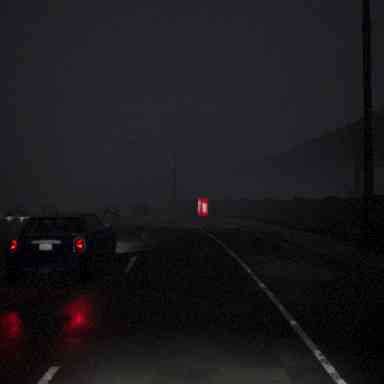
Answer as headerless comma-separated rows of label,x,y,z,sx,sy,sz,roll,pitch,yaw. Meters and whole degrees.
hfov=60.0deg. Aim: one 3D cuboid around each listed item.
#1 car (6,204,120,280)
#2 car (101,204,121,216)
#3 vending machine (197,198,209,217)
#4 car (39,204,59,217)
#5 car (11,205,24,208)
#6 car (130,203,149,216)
car,-3.683,1.367,10.229,2.097,1.767,4.553,0,0,-3
car,-10.287,2.280,41.868,1.994,1.385,4.181,0,-3,-20
vending machine,1.238,1.681,37.196,1.100,2.100,0.880,1,-2,-16
car,-17.668,2.235,41.175,2.128,1.511,4.902,1,-3,-21
car,-21.063,2.282,40.377,2.033,1.411,5.357,1,-3,-21
car,-6.696,2.199,42.226,2.128,1.511,4.902,1,-3,-20
